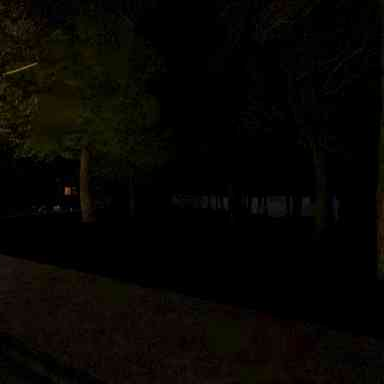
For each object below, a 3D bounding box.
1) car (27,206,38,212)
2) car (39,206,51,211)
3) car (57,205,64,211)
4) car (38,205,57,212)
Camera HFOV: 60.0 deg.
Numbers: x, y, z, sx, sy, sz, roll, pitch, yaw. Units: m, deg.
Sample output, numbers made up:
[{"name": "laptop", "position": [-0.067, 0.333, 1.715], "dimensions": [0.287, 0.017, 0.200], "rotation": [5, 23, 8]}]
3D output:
[{"name": "car", "position": [-36.733, 3.911, 77.090], "dimensions": [1.837, 1.490, 4.892], "rotation": [0, -2, -9]}, {"name": "car", "position": [-38.385, 4.274, 86.995], "dimensions": [1.994, 1.385, 4.181], "rotation": [0, -2, -9]}, {"name": "car", "position": [-35.179, 4.238, 87.531], "dimensions": [2.128, 1.511, 4.902], "rotation": [0, -2, -9]}, {"name": "car", "position": [-33.465, 3.886, 77.248], "dimensions": [1.837, 1.490, 4.892], "rotation": [0, -2, -9]}]
